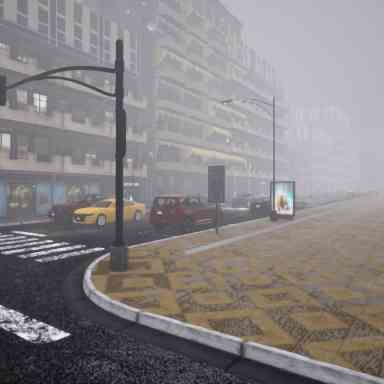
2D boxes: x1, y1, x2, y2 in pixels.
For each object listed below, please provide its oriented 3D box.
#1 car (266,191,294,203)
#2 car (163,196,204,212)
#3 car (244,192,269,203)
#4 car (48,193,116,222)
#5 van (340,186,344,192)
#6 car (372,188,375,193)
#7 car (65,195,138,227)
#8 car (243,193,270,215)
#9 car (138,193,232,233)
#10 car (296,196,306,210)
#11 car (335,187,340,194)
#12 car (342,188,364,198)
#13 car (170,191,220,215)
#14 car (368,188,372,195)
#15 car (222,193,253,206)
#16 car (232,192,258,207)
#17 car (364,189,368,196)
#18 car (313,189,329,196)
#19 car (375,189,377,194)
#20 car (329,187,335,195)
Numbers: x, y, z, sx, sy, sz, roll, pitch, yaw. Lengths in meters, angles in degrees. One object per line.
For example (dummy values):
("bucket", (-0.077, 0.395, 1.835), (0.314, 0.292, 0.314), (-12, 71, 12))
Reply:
("car", (12.084, 0.630, 45.338), (2.128, 1.511, 4.902), (0, 1, 35))
("car", (-0.729, 1.068, 31.572), (1.802, 1.307, 4.206), (2, 2, 35))
("car", (8.792, 0.753, 45.214), (1.802, 1.307, 4.206), (2, 2, 35))
("car", (-7.076, 1.009, 22.469), (2.192, 1.841, 5.009), (1, 2, 35))
("van", (37.362, -0.447, 86.137), (1.690, 1.788, 3.998), (2, 2, 35))
("car", (37.928, -0.013, 72.314), (1.887, 1.381, 4.507), (1, 2, 35))
("car", (-5.045, 1.179, 20.880), (1.882, 1.535, 5.008), (0, 1, 34))
("car", (6.178, 1.068, 26.827), (1.947, 1.339, 4.313), (1, 2, 35))
("car", (-0.170, 1.025, 17.723), (2.192, 1.841, 5.009), (1, 2, 35))
("car", (9.353, 0.964, 31.376), (1.947, 1.339, 4.313), (1, 2, 35))
("car", (34.188, -0.241, 81.593), (1.967, 1.590, 4.097), (2, 2, 35))
("car", (28.403, 0.308, 58.668), (1.887, 1.381, 4.507), (1, 2, 35))
("car", (0.340, 0.878, 28.601), (2.097, 1.767, 4.553), (0, 1, 35))
("car", (34.753, 0.095, 67.765), (1.887, 1.381, 4.507), (1, 2, 35))
("car", (5.619, 0.827, 40.667), (2.008, 1.369, 4.403), (2, 2, 35))
("car", (6.080, 0.842, 36.812), (1.837, 1.490, 4.892), (0, 1, 35))
("car", (31.578, 0.097, 63.213), (1.967, 1.590, 4.097), (1, 2, 35))
("car", (27.838, -0.026, 72.497), (1.967, 1.590, 4.097), (2, 2, 35))
("car", (44.277, -0.222, 81.411), (2.008, 1.369, 4.403), (1, 2, 35))
("car", (31.012, -0.029, 77.048), (1.887, 1.381, 4.507), (2, 2, 35))
